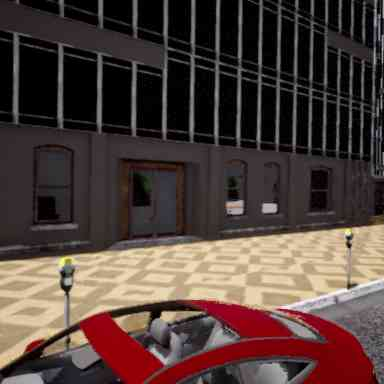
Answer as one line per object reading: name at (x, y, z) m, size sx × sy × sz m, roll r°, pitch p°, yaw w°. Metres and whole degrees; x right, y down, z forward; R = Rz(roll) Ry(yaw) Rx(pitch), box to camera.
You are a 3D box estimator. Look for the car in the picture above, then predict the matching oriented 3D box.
car at (-0.367, 1.542, 2.234) m, size 4.206 × 1.307 × 1.802 m, roll 0°, pitch 1°, yaw -34°
